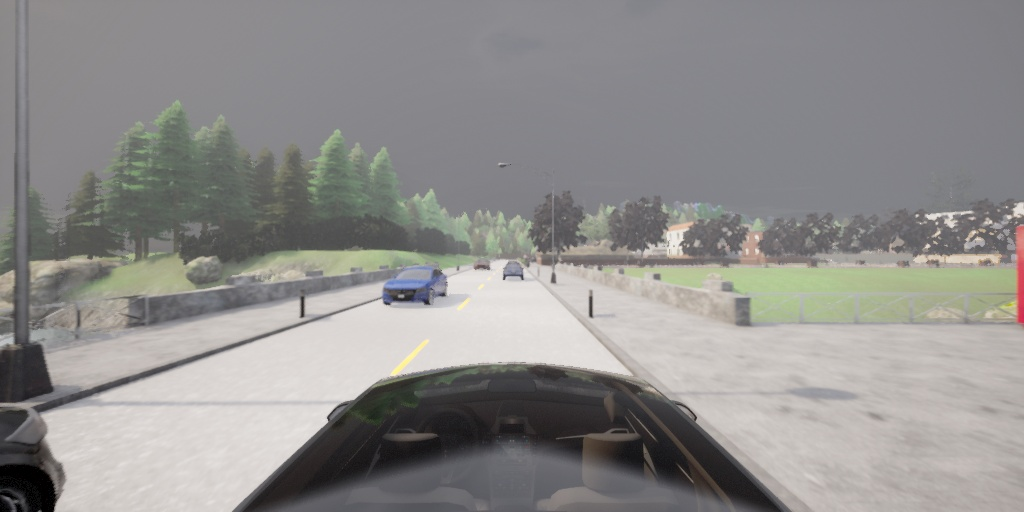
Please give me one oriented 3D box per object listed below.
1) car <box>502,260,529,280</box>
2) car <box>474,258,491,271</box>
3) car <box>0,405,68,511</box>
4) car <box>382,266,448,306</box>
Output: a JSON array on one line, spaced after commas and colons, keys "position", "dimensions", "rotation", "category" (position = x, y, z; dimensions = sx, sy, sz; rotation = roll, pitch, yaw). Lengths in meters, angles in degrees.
[{"position": [0.112, 1.285, 31.054], "dimensions": [2.033, 1.411, 5.357], "rotation": [0, 0, 0], "category": "car"}, {"position": [-4.075, 1.082, 49.485], "dimensions": [2.097, 1.767, 4.553], "rotation": [0, 0, 0], "category": "car"}, {"position": [-4.096, 1.315, 0.682], "dimensions": [1.994, 1.385, 4.181], "rotation": [0, 0, 0], "category": "car"}, {"position": [-4.106, 1.222, 15.888], "dimensions": [1.882, 1.535, 5.008], "rotation": [0, 0, 1], "category": "car"}]
